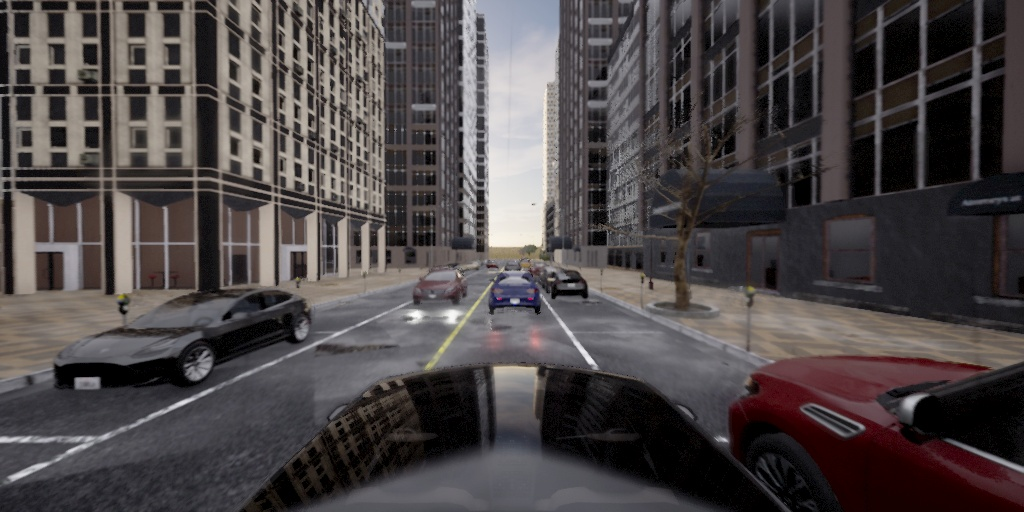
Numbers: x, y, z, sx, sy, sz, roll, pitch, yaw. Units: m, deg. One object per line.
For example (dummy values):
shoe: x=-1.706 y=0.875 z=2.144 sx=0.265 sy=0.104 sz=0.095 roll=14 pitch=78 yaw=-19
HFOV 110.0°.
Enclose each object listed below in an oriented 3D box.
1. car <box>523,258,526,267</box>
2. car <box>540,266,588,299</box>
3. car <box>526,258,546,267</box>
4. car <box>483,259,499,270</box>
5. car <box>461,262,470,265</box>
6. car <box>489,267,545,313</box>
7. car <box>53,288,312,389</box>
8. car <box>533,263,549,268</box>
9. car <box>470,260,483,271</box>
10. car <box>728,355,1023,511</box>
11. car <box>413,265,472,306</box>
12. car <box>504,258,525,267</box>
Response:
car: x=2.352 y=1.361 z=61.617 sx=1.801 sy=1.575 sz=5.366 roll=0 pitch=0 yaw=0
car: x=2.692 y=1.364 z=18.248 sx=1.948 sy=1.339 sz=4.313 roll=0 pitch=0 yaw=0
car: x=2.693 y=1.286 z=35.271 sx=1.967 sy=1.591 sz=4.097 roll=0 pitch=0 yaw=0
car: x=-3.058 y=1.495 z=57.114 sx=1.895 sy=1.301 sz=4.718 roll=0 pitch=0 yaw=0
car: x=-5.656 y=1.413 z=35.331 sx=1.948 sy=1.339 sz=4.313 roll=0 pitch=0 yaw=0
car: x=0.098 y=1.312 z=14.008 sx=1.812 sy=1.442 sz=4.674 roll=0 pitch=0 yaw=0
car: x=-5.657 y=1.332 z=6.963 sx=1.948 sy=1.339 sz=4.313 roll=0 pitch=0 yaw=0
car: x=2.693 y=1.366 z=23.922 sx=2.007 sy=1.370 sz=4.403 roll=0 pitch=0 yaw=0
car: x=-5.673 y=1.410 z=52.184 sx=1.751 sy=1.417 sz=4.829 roll=0 pitch=0 yaw=0
car: x=2.731 y=1.062 z=0.739 sx=2.192 sy=1.841 sz=5.009 roll=0 pitch=0 yaw=0
car: x=-3.099 y=1.319 z=16.290 sx=1.812 sy=1.442 sz=4.674 roll=0 pitch=0 yaw=0
car: x=0.102 y=1.351 z=40.843 sx=2.128 sy=1.511 sz=4.902 roll=0 pitch=0 yaw=0
